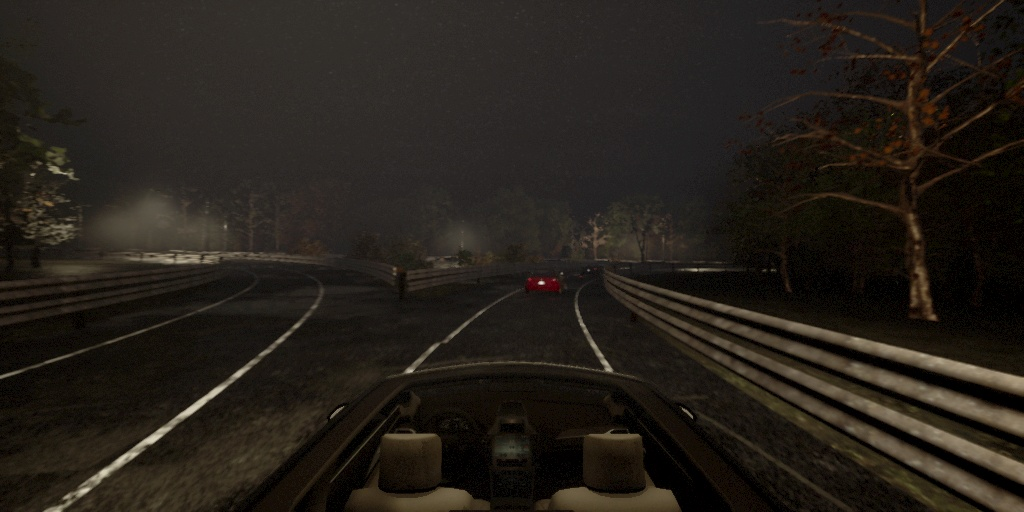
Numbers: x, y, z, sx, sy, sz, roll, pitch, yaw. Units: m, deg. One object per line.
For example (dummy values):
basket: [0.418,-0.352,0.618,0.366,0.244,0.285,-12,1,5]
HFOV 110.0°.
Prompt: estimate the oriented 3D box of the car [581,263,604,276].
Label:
car: [9.231,1.527,40.334,1.994,1.385,4.181,0,0,29]

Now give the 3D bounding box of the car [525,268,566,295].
car: [2.010,1.400,20.843,1.994,1.385,4.181,0,0,13]
